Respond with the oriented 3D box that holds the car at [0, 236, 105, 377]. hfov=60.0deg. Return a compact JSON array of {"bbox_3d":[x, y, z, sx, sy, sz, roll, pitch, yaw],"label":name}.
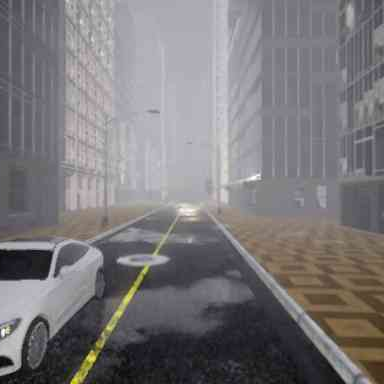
[{"bbox_3d":[-2.839,1.560,5.754,1.812,1.442,4.674,0,0,0],"label":"car"}]
